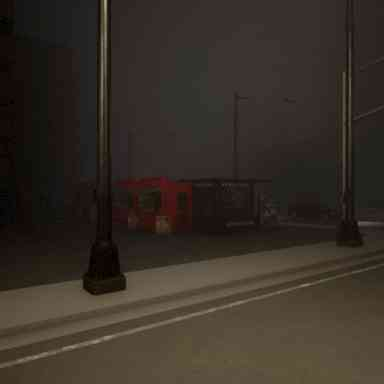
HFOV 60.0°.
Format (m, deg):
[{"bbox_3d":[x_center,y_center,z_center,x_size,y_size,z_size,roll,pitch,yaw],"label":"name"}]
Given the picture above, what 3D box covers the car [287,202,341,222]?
[{"bbox_3d":[10.276,1.615,27.733,1.837,1.490,4.892,0,-1,-36],"label":"car"}]
